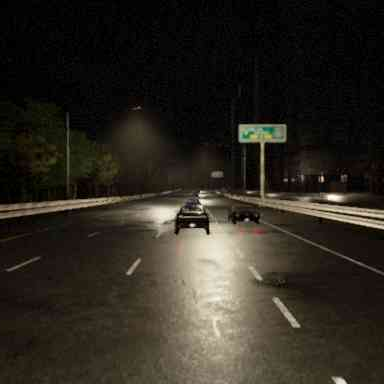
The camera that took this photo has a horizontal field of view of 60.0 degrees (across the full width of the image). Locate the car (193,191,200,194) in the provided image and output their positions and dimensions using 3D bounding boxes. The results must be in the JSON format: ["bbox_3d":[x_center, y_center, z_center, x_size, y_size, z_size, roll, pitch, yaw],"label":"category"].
[{"bbox_3d":[0.840,1.088,92.674,1.812,1.442,4.674,0,1,1],"label":"car"}]

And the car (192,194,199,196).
[{"bbox_3d":[0.297,1.473,56.683,1.895,1.301,4.718,0,0,1],"label":"car"}]

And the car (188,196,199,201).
[{"bbox_3d":[0.133,1.509,38.988,1.994,1.385,4.181,0,0,0],"label":"car"}]

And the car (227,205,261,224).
[{"bbox_3d":[3.648,1.581,24.369,1.895,1.301,4.718,0,0,0],"label":"car"}]

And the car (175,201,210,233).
[{"bbox_3d":[0.026,1.480,19.329,2.128,1.511,4.902,0,0,0],"label":"car"}]
